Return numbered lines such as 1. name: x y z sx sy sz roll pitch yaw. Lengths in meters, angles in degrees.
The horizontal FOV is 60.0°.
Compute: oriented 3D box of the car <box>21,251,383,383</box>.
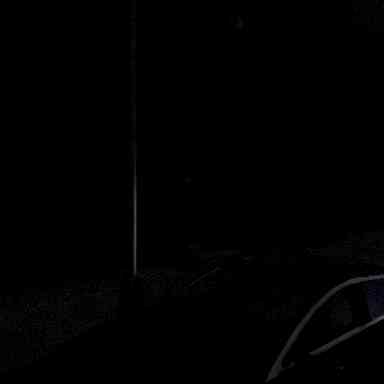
1. car: 0.881 1.463 3.369 4.902 1.511 2.128 0 1 -35
